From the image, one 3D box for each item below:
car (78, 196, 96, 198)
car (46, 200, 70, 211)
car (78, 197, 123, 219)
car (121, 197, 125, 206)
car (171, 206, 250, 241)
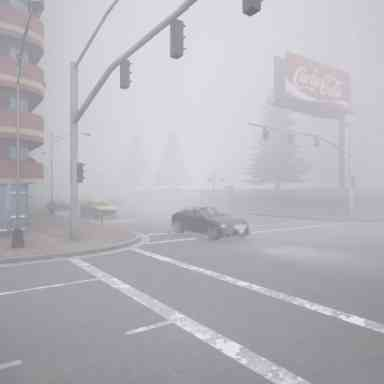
[{"bbox_3d":[-18.260,1.547,55.348,2.033,1.411,5.357,0,0,-36],"label":"car"},{"bbox_3d":[-16.112,1.601,40.132,1.895,1.301,4.718,0,0,-36],"label":"car"},{"bbox_3d":[-8.204,1.478,29.205,1.882,1.535,5.008,0,0,-36],"label":"car"},{"bbox_3d":[-12.290,1.505,53.071,1.837,1.490,4.892,0,0,-36],"label":"car"},{"bbox_3d":[0.772,1.492,16.813,2.128,1.511,4.902,0,0,-36],"label":"car"}]
